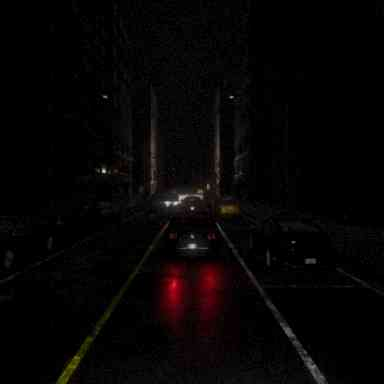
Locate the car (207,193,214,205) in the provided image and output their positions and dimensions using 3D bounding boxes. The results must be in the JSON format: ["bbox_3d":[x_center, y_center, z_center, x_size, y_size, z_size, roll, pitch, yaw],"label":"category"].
[{"bbox_3d":[2.852,1.084,31.973,2.008,1.369,4.403,0,1,0],"label":"car"}]

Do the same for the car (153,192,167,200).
[{"bbox_3d":[-5.675,0.714,59.203,1.947,1.339,4.313,0,1,0],"label":"car"}]

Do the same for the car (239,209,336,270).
[{"bbox_3d":[2.854,1.398,10.181,2.008,1.369,4.403,0,1,0],"label":"car"}]

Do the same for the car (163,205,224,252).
[{"bbox_3d":[0.035,1.410,12.841,1.895,1.301,4.718,0,1,1],"label":"car"}]

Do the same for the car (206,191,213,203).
[{"bbox_3d":[2.851,0.979,37.591,1.752,1.417,4.829,0,1,0],"label":"car"}]

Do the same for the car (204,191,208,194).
[{"bbox_3d":[2.851,0.945,42.869,1.947,1.339,4.313,0,1,0],"label":"car"}]

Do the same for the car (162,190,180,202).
[{"bbox_3d":[-3.085,0.823,51.399,1.994,1.385,4.181,0,1,0],"label":"car"}]

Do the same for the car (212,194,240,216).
[{"bbox_3d":[2.853,1.134,26.695,1.752,1.417,4.829,0,1,0],"label":"car"}]

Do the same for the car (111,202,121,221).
[{"bbox_3d":[-5.672,1.218,20.879,1.752,1.417,4.829,0,1,0],"label":"car"}]

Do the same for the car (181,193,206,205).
[{"bbox_3d":[0.045,1.099,29.172,1.812,1.442,4.674,0,1,0],"label":"car"}]

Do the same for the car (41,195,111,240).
[{"bbox_3d":[-5.672,1.084,15.596,2.192,1.841,5.009,0,1,0],"label":"car"}]

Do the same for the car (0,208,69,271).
[{"bbox_3d":[-5.671,1.399,10.149,2.008,1.369,4.403,0,1,0],"label":"car"}]

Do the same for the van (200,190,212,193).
[{"bbox_3d":[2.849,0.489,59.210,1.690,1.788,3.998,0,1,0],"label":"van"}]

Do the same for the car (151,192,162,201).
[{"bbox_3d":[-5.674,0.807,53.753,1.802,1.307,4.206,0,1,0],"label":"car"}]

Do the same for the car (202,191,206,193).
[{"bbox_3d":[2.851,0.868,48.317,1.947,1.339,4.313,0,1,0],"label":"car"}]
